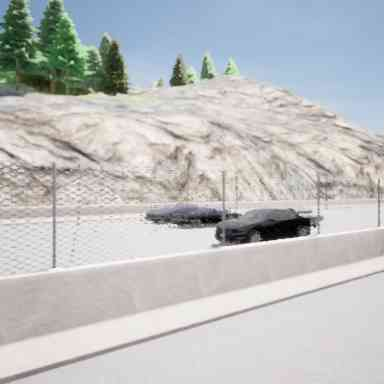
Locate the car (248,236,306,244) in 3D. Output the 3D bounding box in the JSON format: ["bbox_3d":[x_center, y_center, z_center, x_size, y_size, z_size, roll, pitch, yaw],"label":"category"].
[{"bbox_3d":[3.271,1.477,14.925,5.008,1.535,1.882,0,0,-35],"label":"car"}]
